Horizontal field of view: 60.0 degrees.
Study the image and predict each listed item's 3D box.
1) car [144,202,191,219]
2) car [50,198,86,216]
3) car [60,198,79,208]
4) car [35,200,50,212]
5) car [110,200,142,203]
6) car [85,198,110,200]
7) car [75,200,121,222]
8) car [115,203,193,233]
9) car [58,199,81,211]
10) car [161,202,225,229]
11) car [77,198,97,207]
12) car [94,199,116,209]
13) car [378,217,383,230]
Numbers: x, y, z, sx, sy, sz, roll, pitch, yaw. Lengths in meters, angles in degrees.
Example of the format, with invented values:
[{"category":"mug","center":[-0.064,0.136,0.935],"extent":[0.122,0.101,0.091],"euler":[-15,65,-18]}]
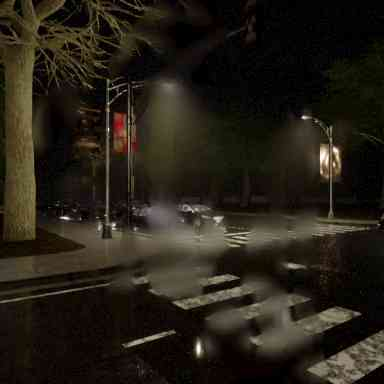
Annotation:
[{"category":"car","center":[-2.461,1.680,31.784],"extent":[2.033,1.411,5.357],"euler":[0,0,-36]},{"category":"car","center":[-13.143,1.666,35.090],"extent":[1.837,1.490,4.892],"euler":[0,0,-36]},{"category":"car","center":[-21.383,1.867,57.811],"extent":[1.837,1.490,4.892],"euler":[0,-1,-36]},{"category":"car","center":[-19.012,1.793,43.218],"extent":[1.994,1.385,4.181],"euler":[0,-1,-35]},{"category":"car","center":[-5.255,1.474,29.761],"extent":[2.097,1.767,4.553],"euler":[0,0,-36]},{"category":"car","center":[-11.161,1.742,37.893],"extent":[1.994,1.385,4.181],"euler":[0,0,-36]},{"category":"car","center":[-7.941,1.676,27.926],"extent":[1.994,1.385,4.181],"euler":[0,0,-36]},{"category":"car","center":[-2.509,1.614,20.450],"extent":[2.033,1.411,5.357],"euler":[0,0,-36]},{"category":"car","center":[-17.081,1.774,46.099],"extent":[1.812,1.442,4.674],"euler":[0,-1,-36]},{"category":"car","center":[0.166,1.568,22.319],"extent":[2.128,1.511,4.902],"euler":[0,0,-36]},{"category":"car","center":[-18.807,1.849,59.625],"extent":[1.882,1.535,5.008],"euler":[0,-1,-36]},{"category":"car","center":[-13.931,1.824,52.967],"extent":[1.812,1.442,4.674],"euler":[0,-1,-36]},{"category":"car","center":[12.256,1.517,17.046],"extent":[1.837,1.490,4.892],"euler":[0,0,-36]}]
